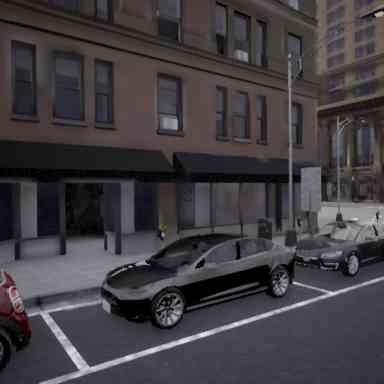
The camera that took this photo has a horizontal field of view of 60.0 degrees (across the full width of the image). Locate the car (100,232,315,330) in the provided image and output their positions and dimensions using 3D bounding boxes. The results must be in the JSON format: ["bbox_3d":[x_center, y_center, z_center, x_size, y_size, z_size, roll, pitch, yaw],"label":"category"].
[{"bbox_3d":[0.325,1.562,6.893,4.313,1.339,1.947,0,-1,-35],"label":"car"}]

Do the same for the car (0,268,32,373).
[{"bbox_3d":[-4.158,1.437,3.697,4.097,1.590,1.967,0,-1,-35],"label":"car"}]

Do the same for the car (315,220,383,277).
[{"bbox_3d":[4.807,1.546,10.090,4.403,1.369,2.008,0,-1,-35],"label":"car"}]
